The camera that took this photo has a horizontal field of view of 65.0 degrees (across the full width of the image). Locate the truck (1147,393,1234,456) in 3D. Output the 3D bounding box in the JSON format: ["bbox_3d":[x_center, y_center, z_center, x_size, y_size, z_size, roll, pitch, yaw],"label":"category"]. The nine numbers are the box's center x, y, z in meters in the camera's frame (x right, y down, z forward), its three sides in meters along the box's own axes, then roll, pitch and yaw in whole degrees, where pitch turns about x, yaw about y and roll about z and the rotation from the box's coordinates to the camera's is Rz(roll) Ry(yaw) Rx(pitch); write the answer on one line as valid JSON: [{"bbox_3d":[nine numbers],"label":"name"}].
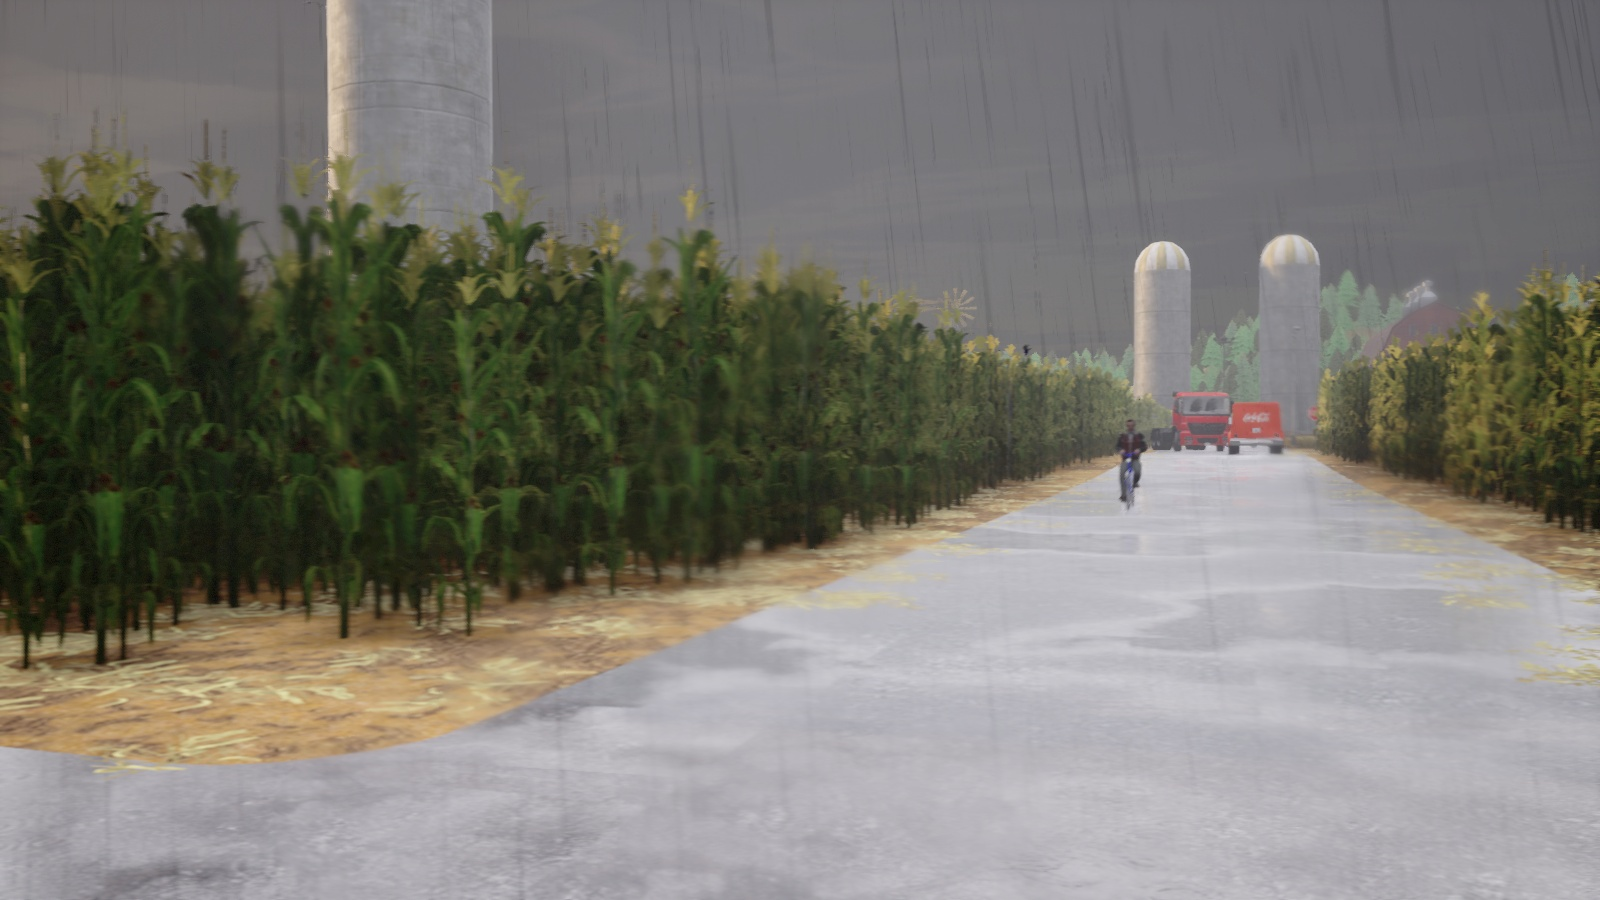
[{"bbox_3d":[22.695,-1.510,73.423,2.891,3.462,7.936,1,1,3],"label":"truck"}]

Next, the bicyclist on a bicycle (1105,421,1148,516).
[{"bbox_3d":[6.337,0.332,24.292,0.659,1.776,1.843,1,1,19],"label":"bicyclist on a bicycle"}]

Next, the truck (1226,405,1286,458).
[{"bbox_3d":[22.191,-0.865,61.247,2.627,2.467,5.204,1,0,19],"label":"truck"}]
